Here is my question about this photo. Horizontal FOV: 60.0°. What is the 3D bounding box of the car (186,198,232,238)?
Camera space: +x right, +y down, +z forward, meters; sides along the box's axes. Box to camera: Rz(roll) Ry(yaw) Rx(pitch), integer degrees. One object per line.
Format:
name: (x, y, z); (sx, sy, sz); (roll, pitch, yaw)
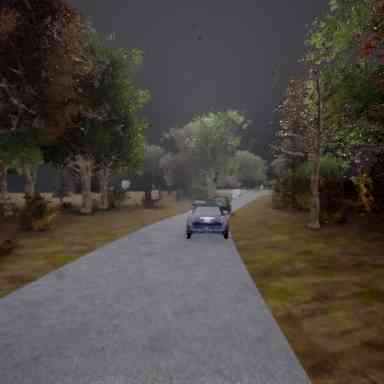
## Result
car: (0.902, 1.420, 18.188); (2.097, 1.767, 4.553); (0, 0, 4)

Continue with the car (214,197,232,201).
car: (3.622, 1.581, 40.696); (2.150, 2.045, 5.566); (0, -1, 10)

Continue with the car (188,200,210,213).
car: (0.973, 1.841, 42.607); (2.128, 1.511, 4.902); (1, -1, 10)
